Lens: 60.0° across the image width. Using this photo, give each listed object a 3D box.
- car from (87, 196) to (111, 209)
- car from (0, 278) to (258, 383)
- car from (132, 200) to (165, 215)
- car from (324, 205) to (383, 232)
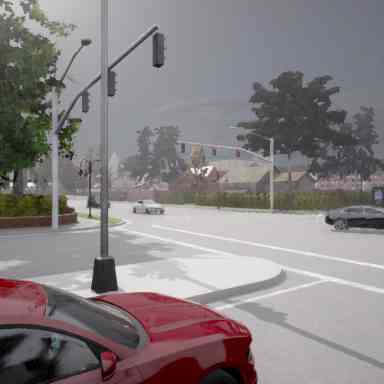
[{"bbox_3d":[-12.800,1.353,45.754,2.097,1.767,4.553,0,0,-36],"label":"car"},{"bbox_3d":[-1.653,1.478,2.590,5.008,1.535,1.882,0,0,-35],"label":"car"},{"bbox_3d":[-4.589,1.526,34.408,1.812,1.442,4.674,0,0,-35],"label":"car"},{"bbox_3d":[10.024,1.491,18.687,4.902,1.511,2.128,0,0,33],"label":"car"}]
